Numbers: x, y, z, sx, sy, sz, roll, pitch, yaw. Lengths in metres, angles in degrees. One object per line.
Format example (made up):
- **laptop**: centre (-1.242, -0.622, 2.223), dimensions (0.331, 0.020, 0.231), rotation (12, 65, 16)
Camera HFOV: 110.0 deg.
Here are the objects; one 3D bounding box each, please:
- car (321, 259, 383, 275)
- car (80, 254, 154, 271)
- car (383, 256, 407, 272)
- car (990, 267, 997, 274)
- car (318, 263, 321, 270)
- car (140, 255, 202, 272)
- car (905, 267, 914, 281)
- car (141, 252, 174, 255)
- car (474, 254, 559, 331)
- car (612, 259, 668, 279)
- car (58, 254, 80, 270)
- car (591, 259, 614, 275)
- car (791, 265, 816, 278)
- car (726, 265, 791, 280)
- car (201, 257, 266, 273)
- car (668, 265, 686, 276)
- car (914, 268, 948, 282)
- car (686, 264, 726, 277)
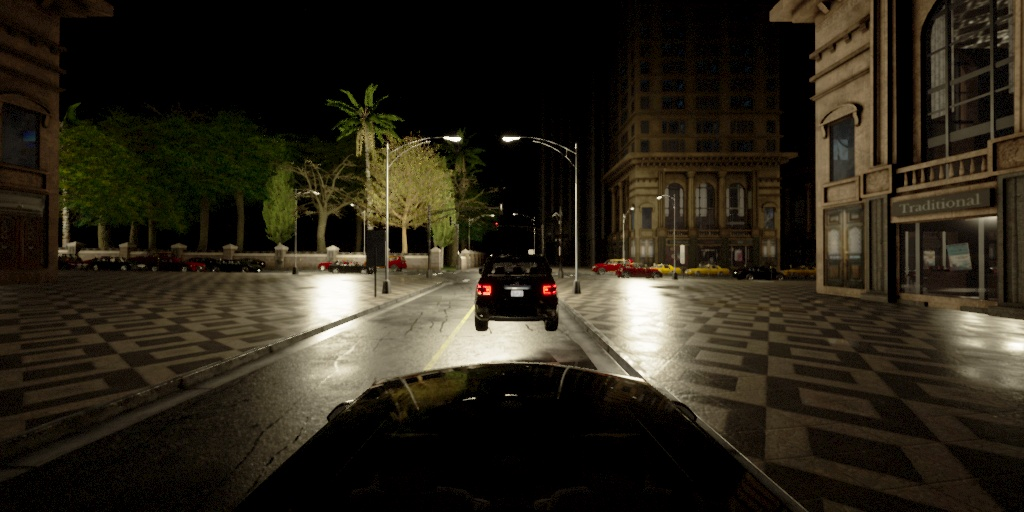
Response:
- **car**: centre (-14.941, 1.100, 33.669), dimensions (4.403, 1.370, 2.007), rotation (0, 0, 0)
- **car**: centre (-37.037, 0.767, 33.764), dimensions (4.403, 1.370, 2.007), rotation (0, 0, 0)
- **car**: centre (-14.916, 0.910, 42.194), dimensions (5.009, 1.841, 2.192), rotation (0, 0, 0)
- **car**: centre (45.137, 1.799, 33.409), dimensions (4.097, 1.591, 1.967), rotation (0, 0, 0)
- **car**: centre (-20.440, 1.059, 42.218), dimensions (4.507, 1.381, 1.888), rotation (0, 0, 0)
- **car**: centre (-31.514, 0.846, 33.740), dimensions (4.507, 1.381, 1.888), rotation (0, 0, 0)
- **car**: centre (34.055, 1.789, 33.457), dimensions (4.313, 1.339, 1.948), rotation (0, 0, 0)
- **car**: centre (-42.535, 0.490, 42.313), dimensions (5.009, 1.841, 2.192), rotation (0, 0, 0)
- **car**: centre (0.115, 0.969, 11.060), dimensions (2.150, 2.045, 5.566), rotation (0, 0, 0)
- **car**: centre (11.896, 1.372, 33.553), dimensions (4.097, 1.591, 1.967), rotation (0, 0, 0)
- **car**: centre (-42.561, 0.711, 33.788), dimensions (4.207, 1.307, 1.802), rotation (0, 0, 0)
- **car**: centre (11.922, 1.293, 42.078), dimensions (5.009, 1.841, 2.192), rotation (0, 0, 0)
- **car**: centre (33.914, 1.795, 41.983), dimensions (4.829, 1.417, 1.751), rotation (0, 0, 0)
- **car**: centre (22.976, 1.646, 33.505), dimensions (4.313, 1.339, 1.948), rotation (0, 0, 0)
- **car**: centre (-25.989, 0.951, 33.716), dimensions (4.313, 1.339, 1.948), rotation (0, 0, 0)
- **car**: centre (17.293, 1.578, 42.055), dimensions (4.829, 1.417, 1.751), rotation (0, 0, 0)
- **car**: centre (39.596, 1.874, 33.433), dimensions (4.207, 1.307, 1.802), rotation (0, 0, 0)
- **car**: centre (22.833, 1.652, 42.031), dimensions (4.829, 1.417, 1.751), rotation (0, 0, 0)
